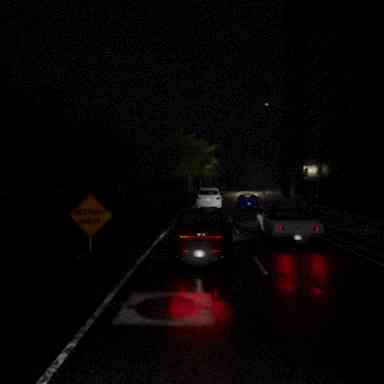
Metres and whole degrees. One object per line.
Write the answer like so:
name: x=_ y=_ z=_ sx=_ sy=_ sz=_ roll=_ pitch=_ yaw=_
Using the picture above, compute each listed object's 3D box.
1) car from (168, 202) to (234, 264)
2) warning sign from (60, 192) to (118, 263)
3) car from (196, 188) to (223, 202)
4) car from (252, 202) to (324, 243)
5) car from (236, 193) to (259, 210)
car: x=0.332 y=1.302 z=11.020 sx=1.837 sy=1.490 sz=4.892 roll=0 pitch=1 yaw=3
warning sign: x=-2.868 y=0.941 z=9.428 sx=1.300 sy=1.860 sz=1.060 roll=1 pitch=2 yaw=2
car: x=1.606 y=0.633 z=30.014 sx=2.150 sy=2.045 sz=5.566 roll=0 pitch=1 yaw=6
car: x=4.002 y=1.335 z=14.414 sx=1.895 sy=1.301 sz=4.718 roll=0 pitch=1 yaw=3
car: x=5.362 y=0.844 z=32.275 sx=1.882 sy=1.535 sz=5.008 roll=0 pitch=1 yaw=6
